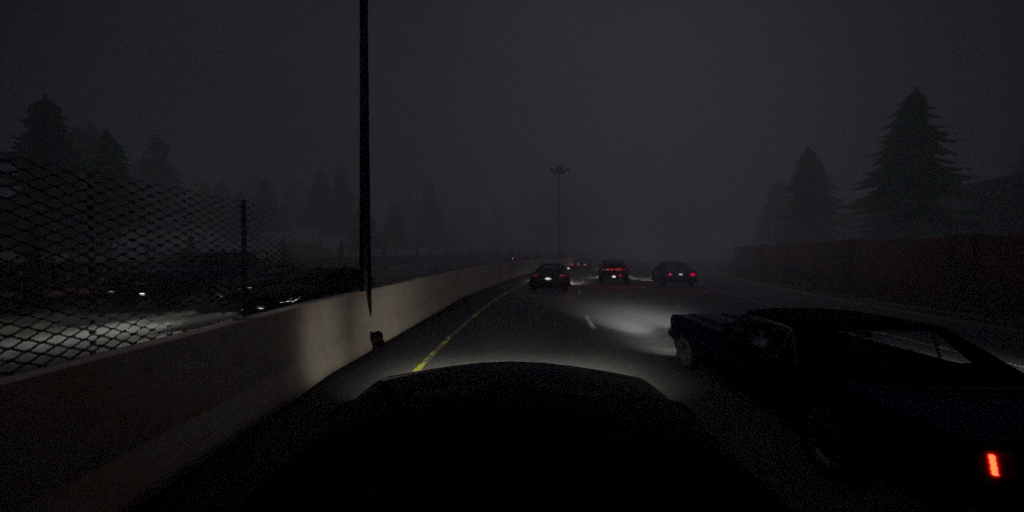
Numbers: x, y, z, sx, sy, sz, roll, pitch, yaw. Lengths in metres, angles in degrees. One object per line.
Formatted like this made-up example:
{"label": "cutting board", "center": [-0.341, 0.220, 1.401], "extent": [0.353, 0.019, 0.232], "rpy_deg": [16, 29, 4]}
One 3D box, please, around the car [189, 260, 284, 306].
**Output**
{"label": "car", "center": [-9.512, 1.078, 14.496], "extent": [2.128, 1.511, 4.902], "rpy_deg": [0, 1, 8]}

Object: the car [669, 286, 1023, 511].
{"label": "car", "center": [3.741, 1.313, 4.507], "extent": [1.895, 1.301, 4.718], "rpy_deg": [0, 1, 2]}

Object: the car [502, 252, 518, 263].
{"label": "car", "center": [0.361, 0.220, 54.703], "extent": [2.097, 1.767, 4.553], "rpy_deg": [0, 1, 30]}

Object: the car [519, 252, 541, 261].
{"label": "car", "center": [3.387, 0.195, 52.944], "extent": [1.837, 1.490, 4.892], "rpy_deg": [0, 1, 30]}

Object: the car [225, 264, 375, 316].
{"label": "car", "center": [-6.338, 1.126, 11.842], "extent": [1.837, 1.490, 4.892], "rpy_deg": [0, 0, 7]}

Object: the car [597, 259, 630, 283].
{"label": "car", "center": [6.817, 0.960, 24.112], "extent": [1.837, 1.490, 4.892], "rpy_deg": [0, 1, 15]}

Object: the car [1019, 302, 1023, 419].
{"label": "car", "center": [7.137, 1.296, 1.658], "extent": [2.033, 1.411, 5.357], "rpy_deg": [0, 1, 1]}

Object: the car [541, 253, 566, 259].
{"label": "car", "center": [6.429, 0.256, 51.212], "extent": [1.837, 1.490, 4.892], "rpy_deg": [0, 1, 30]}

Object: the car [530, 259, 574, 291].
{"label": "car", "center": [2.199, 1.078, 19.697], "extent": [1.994, 1.385, 4.181], "rpy_deg": [0, 1, 11]}

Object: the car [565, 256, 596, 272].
{"label": "car", "center": [7.301, 0.840, 36.632], "extent": [2.033, 1.411, 5.357], "rpy_deg": [0, 1, 22]}

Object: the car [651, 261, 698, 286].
{"label": "car", "center": [9.821, 1.030, 21.968], "extent": [2.033, 1.411, 5.357], "rpy_deg": [0, 1, 14]}

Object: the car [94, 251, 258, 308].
{"label": "car", "center": [-13.046, 0.807, 14.728], "extent": [2.150, 2.045, 5.566], "rpy_deg": [0, 1, 8]}
